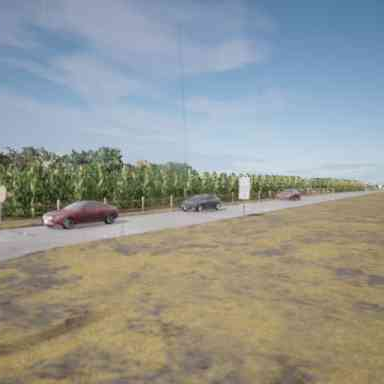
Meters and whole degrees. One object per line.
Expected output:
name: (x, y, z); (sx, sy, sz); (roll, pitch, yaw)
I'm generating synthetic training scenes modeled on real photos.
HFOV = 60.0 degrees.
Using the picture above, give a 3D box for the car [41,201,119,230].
car: (-6.422, 1.269, 19.605); (1.812, 1.442, 4.674); (1, 2, 36)

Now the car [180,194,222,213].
car: (0.862, 1.008, 29.778); (1.837, 1.490, 4.892); (1, 3, 36)

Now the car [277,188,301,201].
car: (14.015, 0.349, 48.010); (2.097, 1.767, 4.553); (1, 2, 36)
